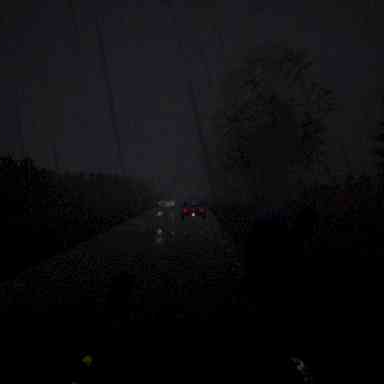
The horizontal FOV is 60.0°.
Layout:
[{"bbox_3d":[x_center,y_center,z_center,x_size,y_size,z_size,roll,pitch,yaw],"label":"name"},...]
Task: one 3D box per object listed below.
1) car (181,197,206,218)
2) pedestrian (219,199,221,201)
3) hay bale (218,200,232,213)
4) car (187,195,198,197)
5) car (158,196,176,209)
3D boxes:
[{"bbox_3d":[0.103,1.373,26.971,1.895,1.301,4.718,0,1,0],"label":"car"},{"bbox_3d":[2.827,1.293,33.090,0.375,1.300,0.375,0,1,0],"label":"pedestrian"},{"bbox_3d":[3.131,1.381,31.969,1.220,1.180,1.240,0,1,0],"label":"hay bale"},{"bbox_3d":[0.105,1.109,41.854,1.882,1.535,5.008,0,1,0],"label":"car"},{"bbox_3d":[-2.842,1.190,38.470,1.812,1.442,4.674,0,1,0],"label":"car"}]
